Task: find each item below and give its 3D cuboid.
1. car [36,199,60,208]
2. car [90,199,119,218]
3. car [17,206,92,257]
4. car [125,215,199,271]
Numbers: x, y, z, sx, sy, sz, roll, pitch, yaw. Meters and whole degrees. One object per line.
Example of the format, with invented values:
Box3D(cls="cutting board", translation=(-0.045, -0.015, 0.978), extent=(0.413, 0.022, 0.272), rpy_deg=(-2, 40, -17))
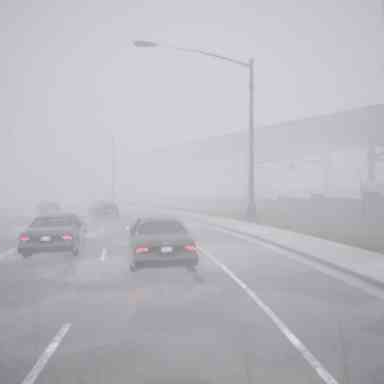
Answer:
Box3D(cls="car", translation=(-14.476, 1.403, 33.486), extent=(1.812, 1.442, 4.674), rpy_deg=(-1, 1, -30))
Box3D(cls="car", translation=(-7.532, 1.351, 28.218), extent=(1.812, 1.442, 4.674), rpy_deg=(-1, 1, -28))
Box3D(cls="car", translation=(-5.132, 1.483, 12.741), extent=(2.033, 1.411, 5.357), rpy_deg=(-1, 0, -14))
Box3D(cls="car", translation=(-1.116, 1.463, 10.740), extent=(2.033, 1.411, 5.357), rpy_deg=(-1, 0, -11))
